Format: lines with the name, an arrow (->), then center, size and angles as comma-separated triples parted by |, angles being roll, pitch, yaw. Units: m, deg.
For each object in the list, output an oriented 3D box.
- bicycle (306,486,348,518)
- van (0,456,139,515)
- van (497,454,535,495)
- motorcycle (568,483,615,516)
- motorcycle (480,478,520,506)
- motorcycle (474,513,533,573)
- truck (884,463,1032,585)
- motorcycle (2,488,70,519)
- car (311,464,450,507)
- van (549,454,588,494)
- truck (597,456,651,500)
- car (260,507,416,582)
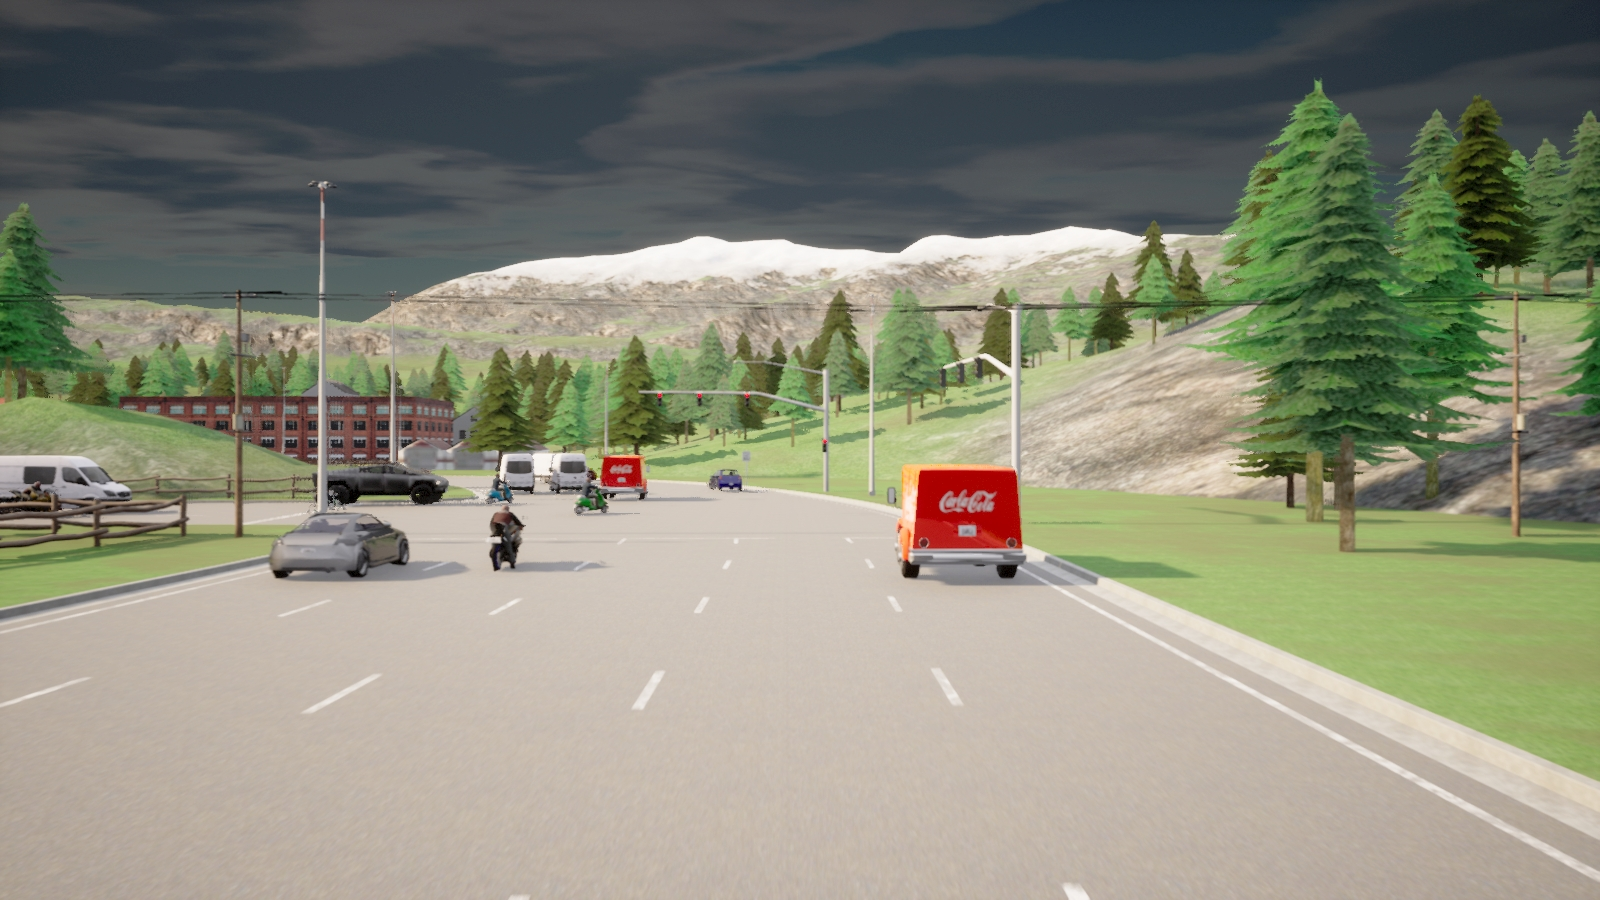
bicycle -> -19.669, 2.158, 47.521 | 1.487, 1.276, 0.859 | 0, -1, -11
van -> -32.753, 1.535, 50.522 | 5.915, 2.561, 1.988 | 0, 0, -1
van -> -18.678, 1.535, 74.956 | 1.988, 2.561, 5.915 | 0, 0, -19
motorcycle -> -9.043, 2.142, 49.541 | 0.856, 1.316, 1.805 | -4, -3, 45
motorcycle -> -15.315, 2.142, 58.345 | 0.856, 1.316, 1.805 | -4, -3, 36
motorcycle -> -7.069, 2.205, 27.371 | 0.867, 1.251, 2.209 | 0, 0, -1
truck -> 3.455, 1.568, 26.258 | 2.627, 2.467, 5.204 | 0, 0, -1
motorcycle -> -31.439, 2.206, 47.044 | 2.209, 1.251, 0.867 | 0, 0, -1
car -> -21.212, 1.754, 58.060 | 6.274, 2.098, 2.390 | 0, 0, -8
van -> -15.334, 1.535, 75.515 | 1.988, 2.561, 5.915 | 0, 0, -17
truck -> -10.065, 1.566, 65.885 | 2.627, 2.467, 5.204 | 0, 0, -4
car -> -10.547, 2.119, 26.438 | 1.994, 1.385, 4.181 | 0, 0, -1
